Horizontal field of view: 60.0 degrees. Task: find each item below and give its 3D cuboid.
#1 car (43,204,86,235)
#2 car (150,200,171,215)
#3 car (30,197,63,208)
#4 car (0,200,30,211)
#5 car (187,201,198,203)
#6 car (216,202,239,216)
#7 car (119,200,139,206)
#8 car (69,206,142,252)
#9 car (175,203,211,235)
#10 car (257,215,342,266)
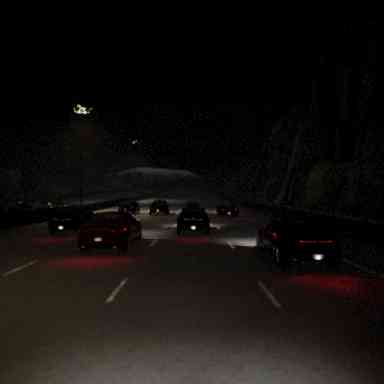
[{"bbox_3d":[-6.924,1.632,19.975,1.837,1.490,4.892,0,0,0],"label":"car"},{"bbox_3d":[-3.443,1.626,35.897,1.837,1.490,4.892,0,0,0],"label":"car"},{"bbox_3d":[-17.636,1.451,41.136,2.097,1.767,4.553,0,0,0],"label":"car"},{"bbox_3d":[-21.138,1.669,39.961,1.994,1.385,4.181,0,0,0],"label":"car"},{"bbox_3d":[0.056,1.682,36.431,1.994,1.385,4.181,0,0,0],"label":"car"},{"bbox_3d":[3.559,1.726,34.099,1.895,1.301,4.718,0,0,0],"label":"car"},{"bbox_3d":[-6.944,1.643,36.852,1.812,1.442,4.674,0,0,0],"label":"car"},{"bbox_3d":[-3.416,1.584,14.558,1.882,1.535,5.008,0,0,0],"label":"car"},{"bbox_3d":[0.076,1.631,19.922,1.837,1.490,4.892,0,0,0],"label":"car"},{"bbox_3d":[3.585,1.599,11.867,1.837,1.490,4.892,0,0,0],"label":"car"}]
